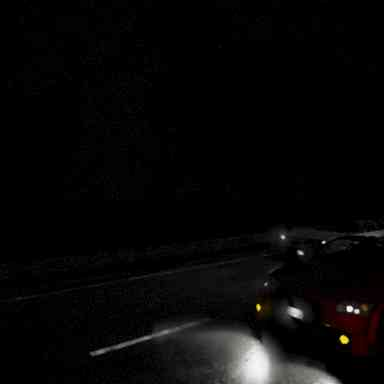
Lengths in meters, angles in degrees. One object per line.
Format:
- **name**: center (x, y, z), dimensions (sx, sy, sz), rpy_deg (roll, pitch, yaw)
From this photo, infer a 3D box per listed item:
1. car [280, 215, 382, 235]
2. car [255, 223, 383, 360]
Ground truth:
- **car**: center (5.074, 1.499, 11.227), dimensions (4.718, 1.301, 1.895), rpy_deg (-1, 0, -35)
- **car**: center (3.080, 1.508, 5.876), dimensions (4.181, 1.385, 1.994), rpy_deg (-1, 0, -36)
